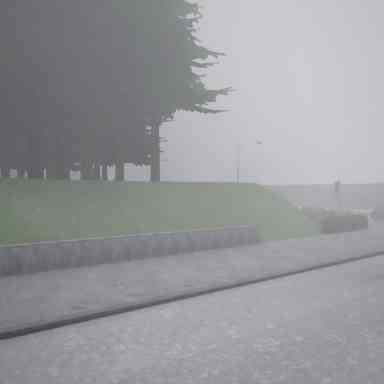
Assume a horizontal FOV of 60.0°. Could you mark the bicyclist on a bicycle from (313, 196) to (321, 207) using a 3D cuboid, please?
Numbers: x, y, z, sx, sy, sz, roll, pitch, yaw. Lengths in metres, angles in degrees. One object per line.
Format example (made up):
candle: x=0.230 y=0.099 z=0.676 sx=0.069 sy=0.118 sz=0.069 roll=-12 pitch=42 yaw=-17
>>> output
bicyclist on a bicycle: x=14.921 y=1.349 z=39.633 sx=1.656 sy=1.620 sz=0.582 roll=0 pitch=0 yaw=-35

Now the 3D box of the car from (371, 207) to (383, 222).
car: x=15.494 y=1.564 z=24.330 sx=1.994 sy=1.385 sz=4.181 roll=0 pitch=0 yaw=-35
